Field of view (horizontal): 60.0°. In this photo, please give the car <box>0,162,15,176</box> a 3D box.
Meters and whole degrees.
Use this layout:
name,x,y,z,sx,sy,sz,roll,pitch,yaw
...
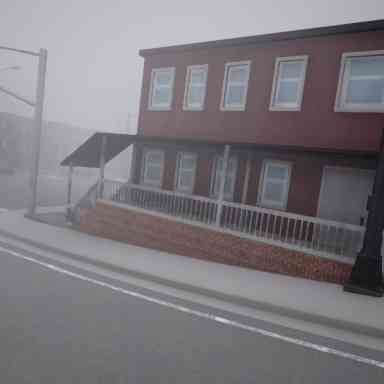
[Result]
name,x,y,z,sx,sy,sz,roll,pitch,yaw
car,-20.195,-2.459,33.469,1.994,1.385,4.181,10,6,35

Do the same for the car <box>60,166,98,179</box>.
name,x,y,z,sx,sy,sz,roll,pitch,yaw
car,-14.146,-2.513,41.828,1.837,1.490,4.892,10,6,35

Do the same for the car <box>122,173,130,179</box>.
name,x,y,z,sx,sy,sz,roll,pitch,yaw
car,-8.037,-2.463,50.258,2.033,1.411,5.357,10,6,36
